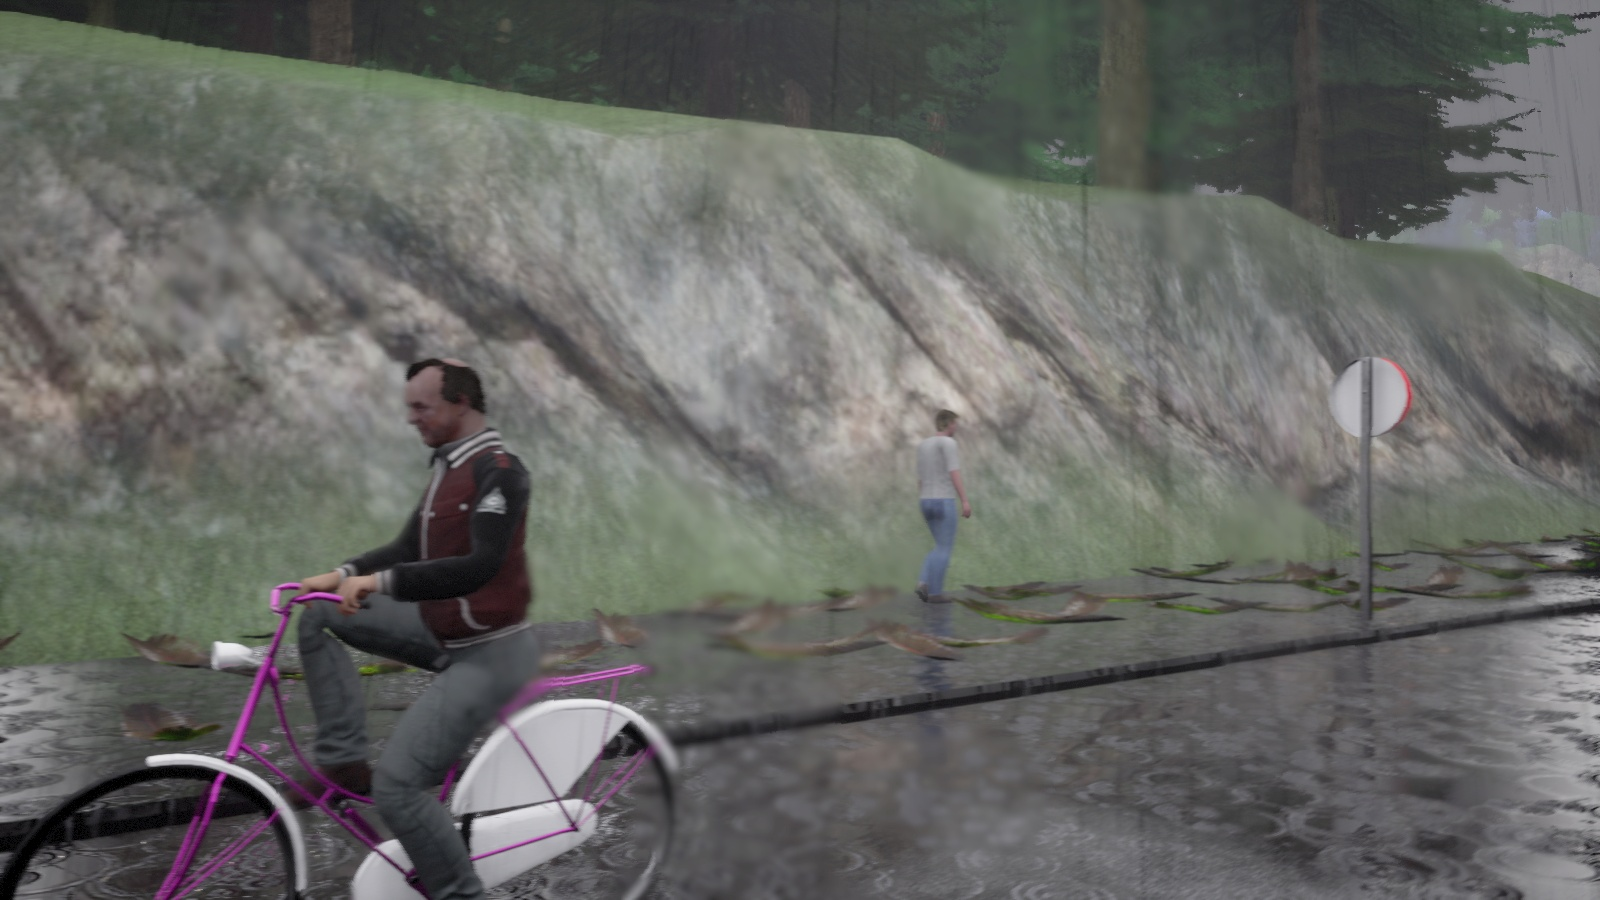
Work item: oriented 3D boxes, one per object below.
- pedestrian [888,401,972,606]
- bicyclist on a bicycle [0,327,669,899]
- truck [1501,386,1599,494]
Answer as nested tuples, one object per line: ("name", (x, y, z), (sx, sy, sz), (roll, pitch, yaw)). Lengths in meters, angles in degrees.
("pedestrian", (1.197, 0.480, 11.565), (0.706, 1.836, 0.354), (0, 0, -35))
("bicyclist on a bicycle", (-1.323, 0.627, 3.348), (1.843, 1.776, 0.659), (0, 0, -35))
("truck", (29.861, -0.357, 44.383), (2.891, 3.827, 8.468), (0, 0, -36))
